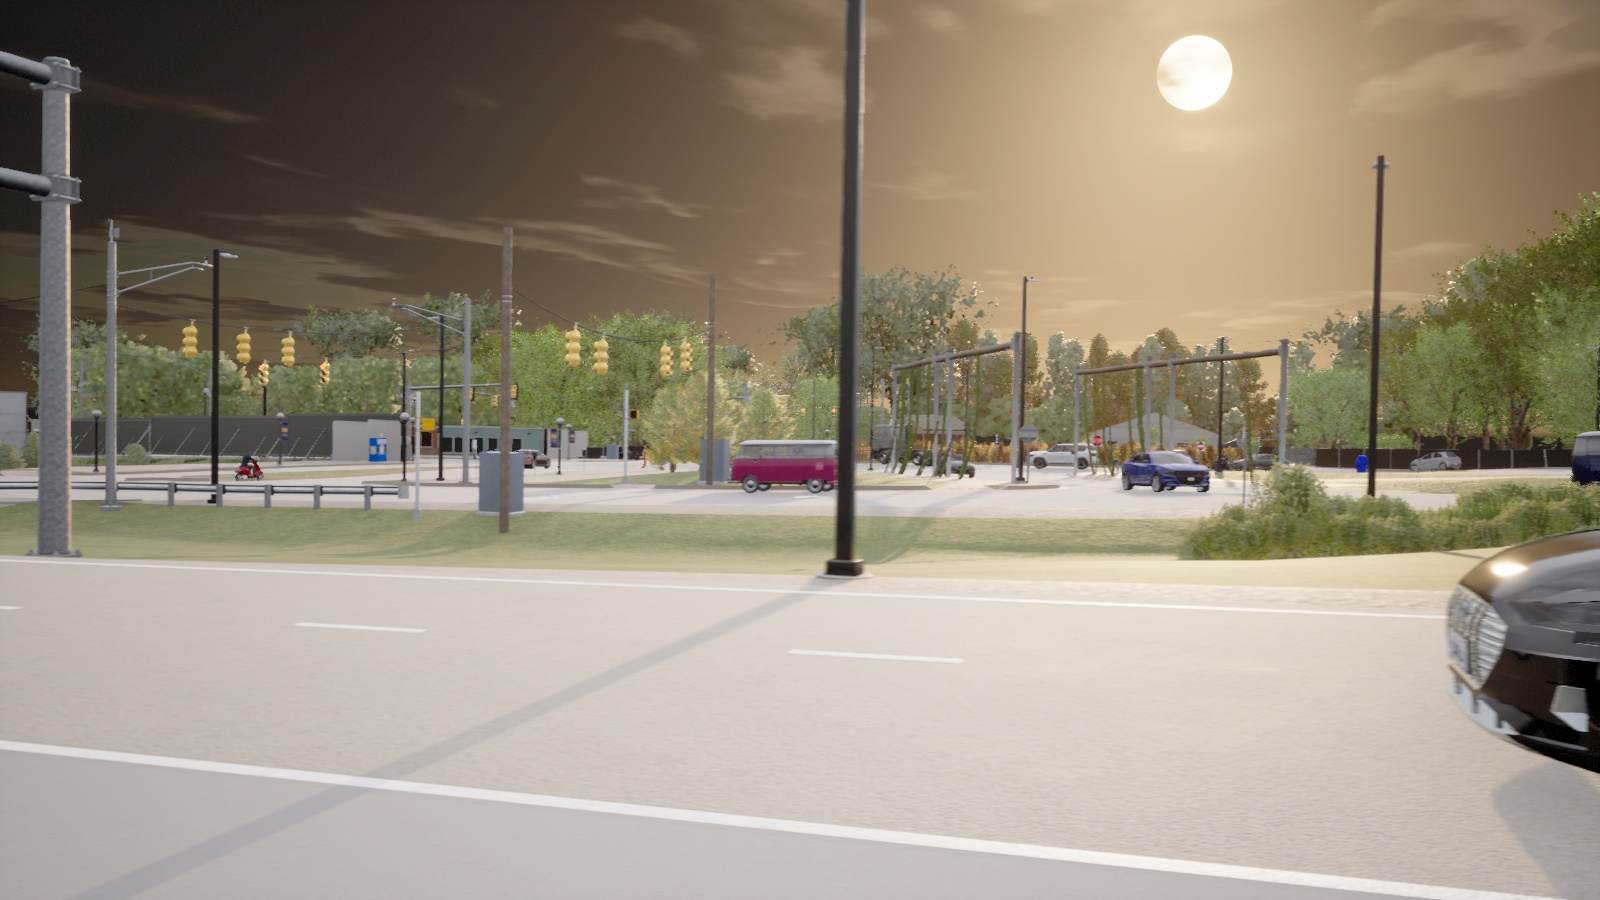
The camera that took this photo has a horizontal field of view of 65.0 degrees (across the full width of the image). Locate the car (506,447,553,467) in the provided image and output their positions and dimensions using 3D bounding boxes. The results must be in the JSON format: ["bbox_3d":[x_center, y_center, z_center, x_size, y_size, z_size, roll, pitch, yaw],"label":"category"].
[{"bbox_3d":[-20.722,0.513,96.330,1.970,1.475,3.806,1,0,14],"label":"car"}]

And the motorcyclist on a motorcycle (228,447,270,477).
[{"bbox_3d":[-28.981,0.642,66.071,0.866,1.590,1.817,0,-1,27],"label":"motorcyclist on a motorcycle"}]

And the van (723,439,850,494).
[{"bbox_3d":[-0.503,0.604,47.517,4.442,1.987,1.775,0,1,18],"label":"van"}]

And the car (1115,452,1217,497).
[{"bbox_3d":[13.376,0.872,46.265,1.882,1.535,5.008,1,-1,-5],"label":"car"}]

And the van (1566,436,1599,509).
[{"bbox_3d":[23.645,0.572,34.402,4.442,1.987,1.775,-2,-2,29],"label":"van"}]

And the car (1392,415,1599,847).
[{"bbox_3d":[5.223,0.694,5.127,4.856,1.649,2.033,1,1,19],"label":"car"}]

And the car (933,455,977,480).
[{"bbox_3d":[9.563,1.051,77.743,1.816,1.474,4.193,1,0,-6],"label":"car"}]
